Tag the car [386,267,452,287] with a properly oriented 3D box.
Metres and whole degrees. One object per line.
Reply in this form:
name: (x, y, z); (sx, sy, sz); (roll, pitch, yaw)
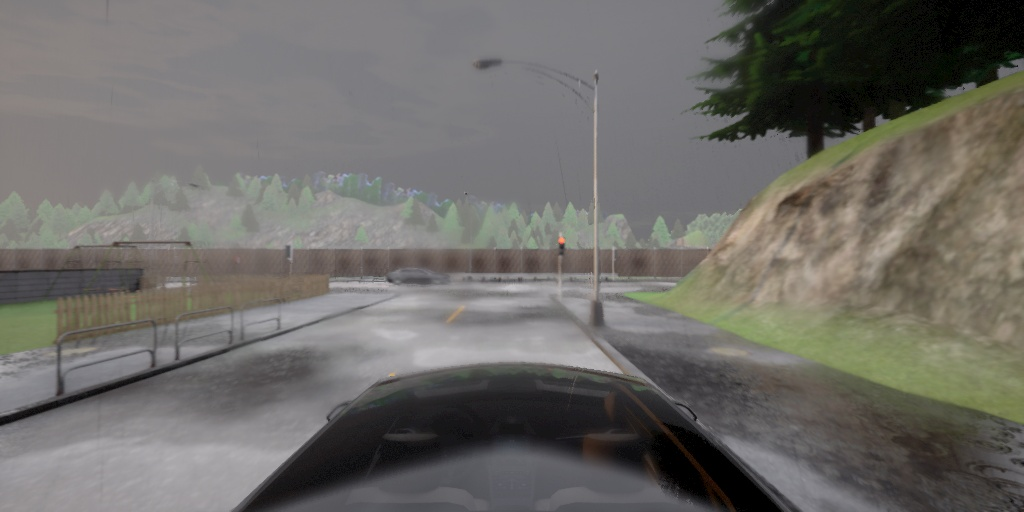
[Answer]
car: (-7.047, 1.618, 27.339); (4.902, 1.511, 2.128); (1, -1, 0)
